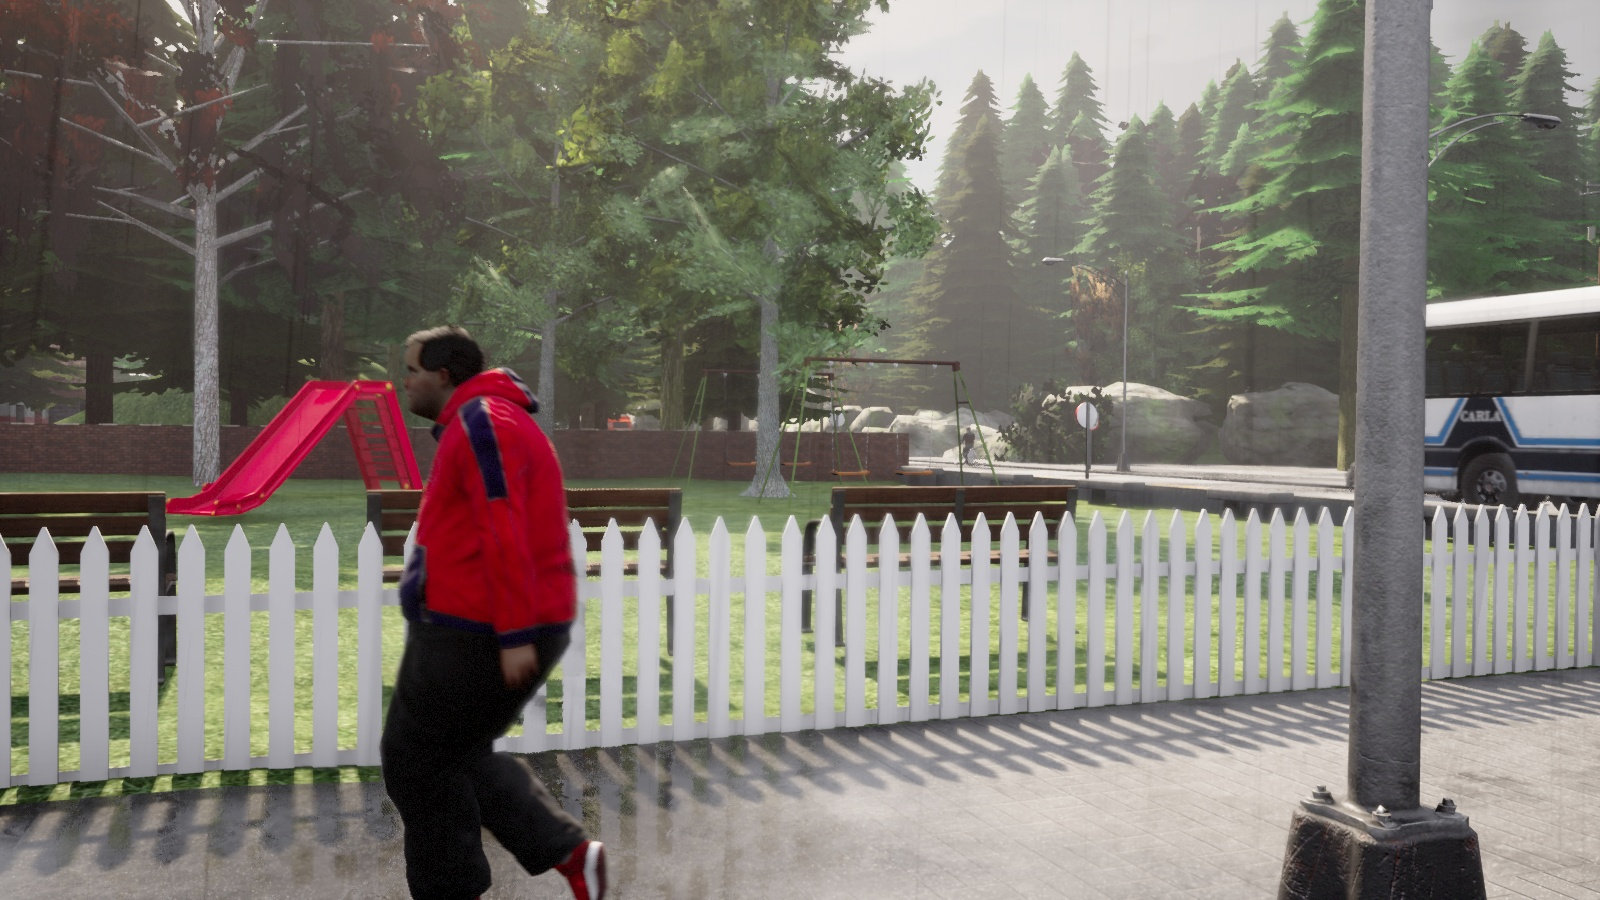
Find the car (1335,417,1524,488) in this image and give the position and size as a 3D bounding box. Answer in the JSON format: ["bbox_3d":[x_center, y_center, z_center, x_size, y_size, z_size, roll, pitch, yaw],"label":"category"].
[{"bbox_3d":[15.515,0.021,31.191,1.851,1.617,3.988,-1,1,-21],"label":"car"}]

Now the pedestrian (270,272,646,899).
[{"bbox_3d":[-0.916,0.460,3.561,0.899,1.844,0.634,-1,1,-4],"label":"pedestrian"}]

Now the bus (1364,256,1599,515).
[{"bbox_3d":[15.034,-1.086,21.190,3.944,4.253,10.273,-1,1,-21],"label":"bus"}]
